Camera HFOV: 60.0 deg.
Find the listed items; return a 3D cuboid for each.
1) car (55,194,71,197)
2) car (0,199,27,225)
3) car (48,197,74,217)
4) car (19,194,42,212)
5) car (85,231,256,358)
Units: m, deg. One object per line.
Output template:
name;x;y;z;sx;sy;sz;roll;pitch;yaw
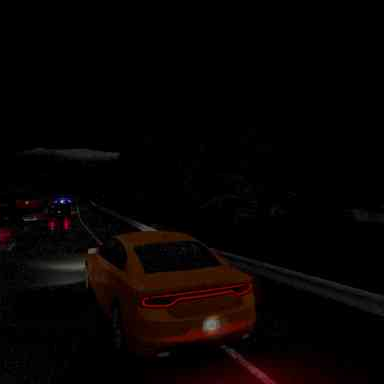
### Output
car;-15.754;1.221;40.693;2.150;2.045;5.566;0;0;-19
car;-13.143;1.505;23.489;1.837;1.490;4.892;0;0;-21
car;-12.221;1.492;30.891;2.128;1.511;4.902;0;0;-20
car;-18.319;1.221;37.627;2.150;2.045;5.566;0;0;-20
car;-0.820;1.478;6.327;1.882;1.535;5.008;0;0;-25
